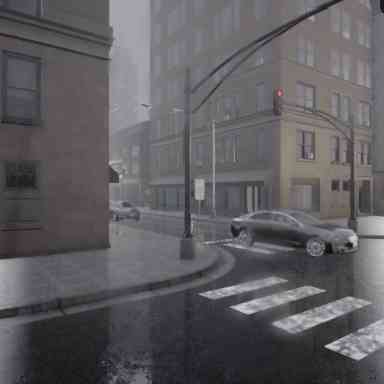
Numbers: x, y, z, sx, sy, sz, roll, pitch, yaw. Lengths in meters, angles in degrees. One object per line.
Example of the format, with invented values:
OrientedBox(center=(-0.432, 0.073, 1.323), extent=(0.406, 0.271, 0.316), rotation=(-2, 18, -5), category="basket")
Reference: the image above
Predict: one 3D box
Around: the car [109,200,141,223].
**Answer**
OrientedBox(center=(-5.519, 1.381, 24.828), extent=(1.837, 1.490, 4.892), rotation=(0, 0, -36), category="car")

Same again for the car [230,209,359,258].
OrientedBox(center=(3.722, 1.451, 12.828), extent=(2.128, 1.511, 4.902), rotation=(0, 1, -45), category="car")
